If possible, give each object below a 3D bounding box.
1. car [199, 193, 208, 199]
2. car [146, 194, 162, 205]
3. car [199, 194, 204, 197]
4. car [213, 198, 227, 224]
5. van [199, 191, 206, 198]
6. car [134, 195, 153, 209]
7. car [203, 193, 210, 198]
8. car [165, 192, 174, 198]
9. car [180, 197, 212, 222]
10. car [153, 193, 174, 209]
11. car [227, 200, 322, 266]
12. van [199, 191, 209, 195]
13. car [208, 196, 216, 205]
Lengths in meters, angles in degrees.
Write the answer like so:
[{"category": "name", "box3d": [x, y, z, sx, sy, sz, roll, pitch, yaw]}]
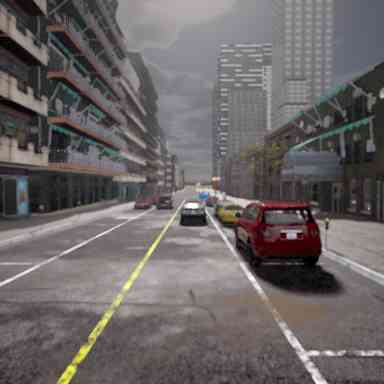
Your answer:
[{"category": "car", "box3d": [2.689, 0.867, 78.148, 1.887, 1.381, 4.507, -1, 1, 0]}, {"category": "car", "box3d": [-5.695, 1.118, 50.205, 1.887, 1.381, 4.507, -1, 1, 0]}, {"category": "car", "box3d": [0.093, 1.266, 39.810, 1.895, 1.301, 4.718, 0, 1, 0]}, {"category": "car", "box3d": [2.671, 1.338, 22.520, 1.752, 1.417, 4.829, -1, 0, 0]}, {"category": "van", "box3d": [2.687, 0.560, 89.306, 1.690, 1.788, 3.998, -1, 1, 0]}, {"category": "car", "box3d": [-5.697, 1.253, 39.045, 1.802, 1.307, 4.206, -1, 0, 0]}, {"category": "car", "box3d": [2.684, 1.204, 44.669, 1.802, 1.307, 4.206, -1, 1, 0]}, {"category": "car", "box3d": [-5.692, 0.711, 83.686, 1.967, 1.590, 4.097, -1, 1, 0]}, {"category": "car", "box3d": [0.096, 1.347, 24.046, 2.033, 1.411, 5.357, 0, 1, 0]}, {"category": "car", "box3d": [-3.084, 1.181, 38.492, 1.837, 1.490, 4.892, 0, 0, 0]}, {"category": "car", "box3d": [2.641, 1.222, 11.189, 2.192, 1.841, 5.009, -1, 0, 0]}, {"category": "van", "box3d": [2.684, 0.765, 66.986, 1.690, 1.788, 3.998, -1, 1, 0]}, {"category": "car", "box3d": [2.686, 1.318, 27.929, 2.008, 1.369, 4.403, -1, 0, 0]}]
